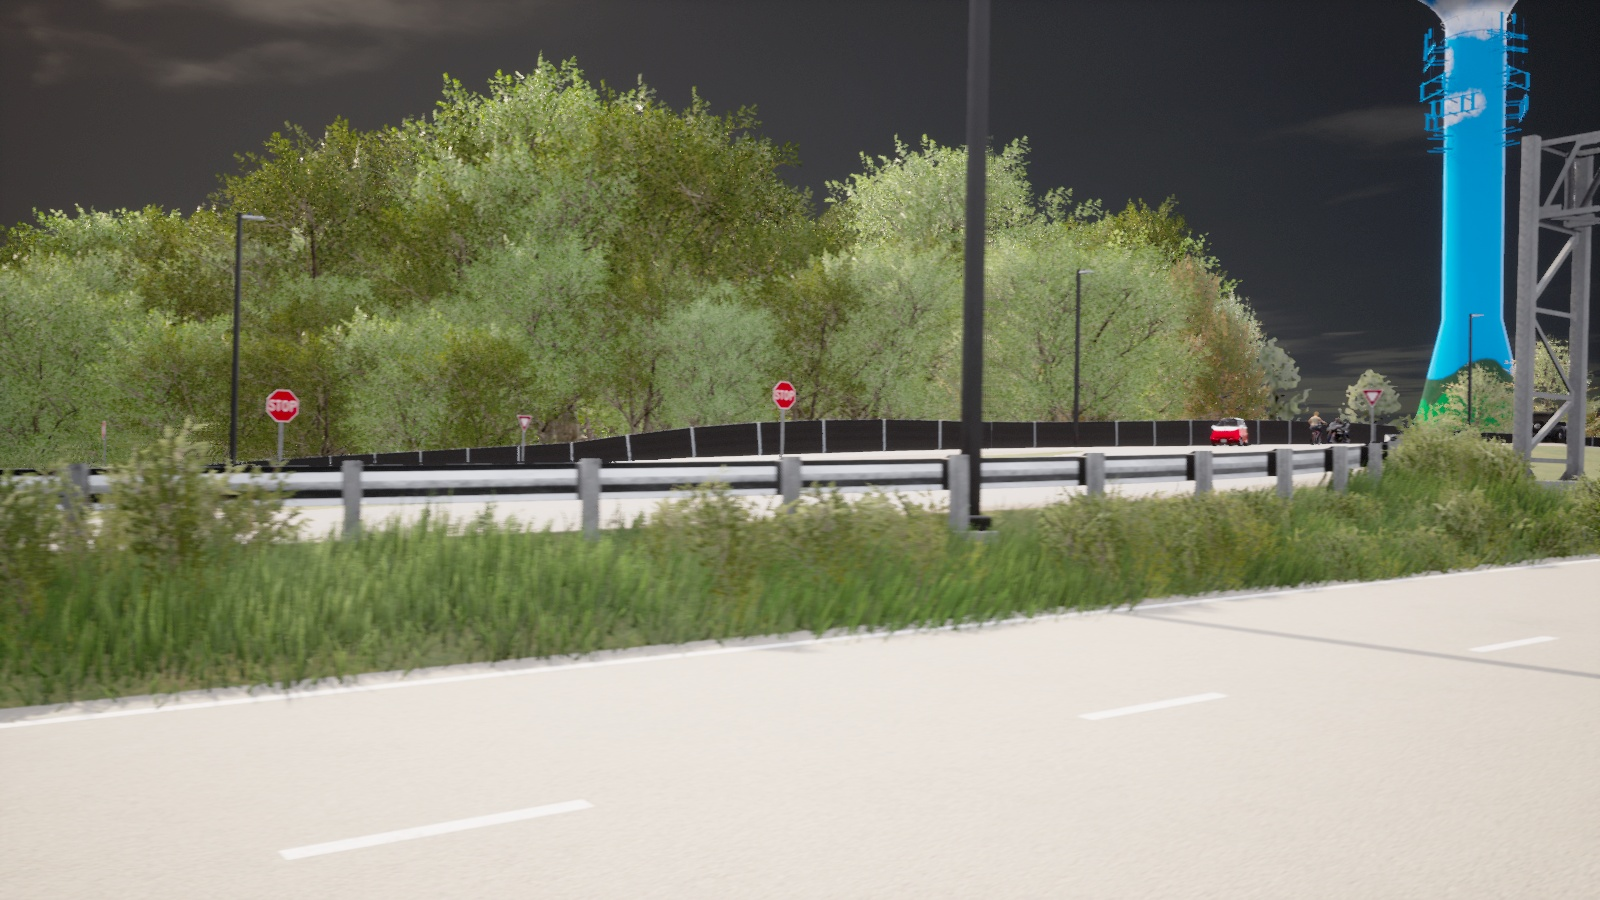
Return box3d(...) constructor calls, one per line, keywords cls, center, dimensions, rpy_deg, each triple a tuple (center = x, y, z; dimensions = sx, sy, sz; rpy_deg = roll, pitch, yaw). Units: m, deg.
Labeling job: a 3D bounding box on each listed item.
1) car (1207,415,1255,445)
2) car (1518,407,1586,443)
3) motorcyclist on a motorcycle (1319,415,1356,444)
box3d(cls="car", center=(20.472, -0.940, 59.632), dimensions=(1.481, 1.376, 2.207), rpy_deg=(0, 0, 38))
box3d(cls="car", center=(44.651, -1.440, 74.545), dimensions=(3.866, 1.878, 1.905), rpy_deg=(3, -2, -33))
box3d(cls="motorcyclist on a motorcycle", center=(29.449, -1.120, 68.773), dimensions=(2.191, 1.530, 0.866), rpy_deg=(-1, 0, -37))
